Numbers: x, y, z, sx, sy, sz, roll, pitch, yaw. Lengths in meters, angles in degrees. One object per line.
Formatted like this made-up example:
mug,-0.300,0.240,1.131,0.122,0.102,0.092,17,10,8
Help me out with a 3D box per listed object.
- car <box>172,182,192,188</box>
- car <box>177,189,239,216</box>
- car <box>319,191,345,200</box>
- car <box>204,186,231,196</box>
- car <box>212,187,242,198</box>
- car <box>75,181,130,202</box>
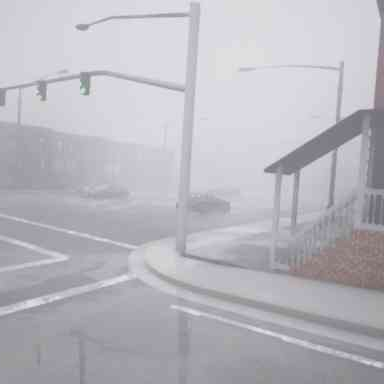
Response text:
car,-2.642,-1.288,66.851,5.357,1.411,2.033,3,2,-11
car,0.959,0.811,23.538,2.128,1.511,4.902,5,3,36
car,27.152,0.488,64.259,4.553,1.767,2.097,5,3,36
car,3.961,-0.146,51.641,1.895,1.301,4.718,5,3,36
car,5.343,-0.004,47.610,1.882,1.535,5.008,5,3,36
car,-7.617,0.036,29.725,1.812,1.442,4.674,5,3,36
